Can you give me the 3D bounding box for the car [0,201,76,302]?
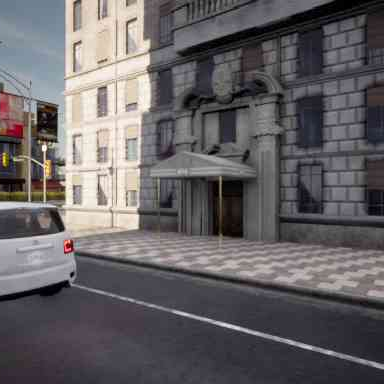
[{"bbox_3d":[-4.924,1.221,7.395,5.566,2.045,2.150,0,0,35],"label":"car"}]
